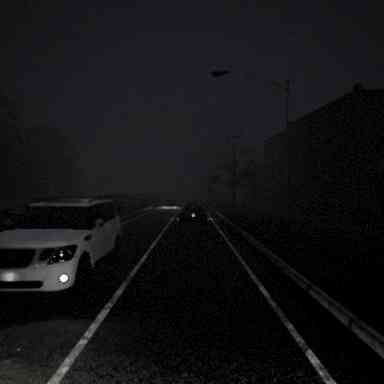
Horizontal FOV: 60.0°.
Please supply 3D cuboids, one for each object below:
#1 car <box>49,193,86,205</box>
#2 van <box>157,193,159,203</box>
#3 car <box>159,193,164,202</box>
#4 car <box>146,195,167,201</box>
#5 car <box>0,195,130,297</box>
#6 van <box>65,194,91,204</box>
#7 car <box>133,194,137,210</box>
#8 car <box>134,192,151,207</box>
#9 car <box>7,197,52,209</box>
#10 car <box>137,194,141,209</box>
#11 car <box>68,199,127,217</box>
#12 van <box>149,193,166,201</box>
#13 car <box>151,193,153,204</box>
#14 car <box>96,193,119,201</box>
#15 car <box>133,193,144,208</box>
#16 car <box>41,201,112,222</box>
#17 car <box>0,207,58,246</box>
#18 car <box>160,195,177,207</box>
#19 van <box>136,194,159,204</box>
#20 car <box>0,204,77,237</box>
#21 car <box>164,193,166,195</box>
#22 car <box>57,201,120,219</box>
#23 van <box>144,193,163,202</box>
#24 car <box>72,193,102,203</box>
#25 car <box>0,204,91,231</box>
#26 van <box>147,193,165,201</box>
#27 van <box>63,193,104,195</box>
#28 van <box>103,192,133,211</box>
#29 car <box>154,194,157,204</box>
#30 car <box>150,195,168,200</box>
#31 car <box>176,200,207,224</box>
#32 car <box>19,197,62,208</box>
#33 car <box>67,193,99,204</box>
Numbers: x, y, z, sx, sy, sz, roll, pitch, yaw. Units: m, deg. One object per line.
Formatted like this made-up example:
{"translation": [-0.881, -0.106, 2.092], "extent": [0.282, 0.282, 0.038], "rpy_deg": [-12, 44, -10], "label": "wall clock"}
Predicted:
{"translation": [-22.054, 1.287, 59.075], "extent": [5.566, 2.045, 2.435], "rpy_deg": [0, 0, 0], "label": "car"}
{"translation": [-9.067, 1.318, 62.407], "extent": [4.442, 1.987, 1.878], "rpy_deg": [0, 0, 0], "label": "van"}
{"translation": [-8.927, 1.297, 65.211], "extent": [5.566, 2.045, 2.435], "rpy_deg": [0, 0, 0], "label": "car"}
{"translation": [-8.980, 1.506, 84.842], "extent": [5.008, 1.535, 2.097], "rpy_deg": [0, 0, 0], "label": "car"}
{"translation": [-3.351, 1.211, 8.881], "extent": [2.150, 2.045, 5.566], "rpy_deg": [0, 0, 0], "label": "car"}
{"translation": [-22.150, 1.323, 64.626], "extent": [4.442, 1.987, 1.878], "rpy_deg": [0, 0, 0], "label": "van"}
{"translation": [-8.943, 1.372, 37.177], "extent": [4.553, 1.767, 2.185], "rpy_deg": [0, 0, 0], "label": "car"}
{"translation": [-8.896, 1.261, 45.587], "extent": [5.566, 2.045, 2.435], "rpy_deg": [0, 0, 0], "label": "car"}
{"translation": [-22.010, 1.514, 45.195], "extent": [4.892, 1.521, 2.231], "rpy_deg": [0, 0, 0], "label": "car"}
{"translation": [-8.885, 1.377, 39.980], "extent": [4.553, 1.767, 2.185], "rpy_deg": [0, 0, 0], "label": "car"}
{"translation": [-8.898, 1.487, 31.570], "extent": [5.008, 1.535, 2.097], "rpy_deg": [0, 0, 0], "label": "car"}
{"translation": [-9.106, 1.263, 87.644], "extent": [4.442, 1.987, 1.878], "rpy_deg": [0, 0, 0], "label": "van"}
{"translation": [-8.900, 1.267, 48.390], "extent": [5.566, 2.045, 2.435], "rpy_deg": [0, 0, 0], "label": "car"}
{"translation": [-22.039, 1.243, 86.837], "extent": [5.566, 2.045, 2.435], "rpy_deg": [0, 0, 0], "label": "car"}
{"translation": [-8.889, 1.382, 42.784], "extent": [4.553, 1.767, 2.185], "rpy_deg": [0, 0, 0], "label": "car"}
{"translation": [-8.866, 1.506, 25.964], "extent": [4.792, 1.488, 2.163], "rpy_deg": [0, 0, 0], "label": "car"}
{"translation": [-8.872, 1.458, 14.754], "extent": [5.008, 1.535, 2.097], "rpy_deg": [0, 0, 0], "label": "car"}
{"translation": [-3.330, 1.609, 51.708], "extent": [1.994, 1.385, 4.181], "rpy_deg": [0, 0, 0], "label": "car"}
{"translation": [-9.076, 1.328, 68.011], "extent": [4.442, 1.987, 1.878], "rpy_deg": [0, 0, 0], "label": "van"}
{"translation": [-9.067, 1.459, 17.554], "extent": [5.366, 1.575, 1.946], "rpy_deg": [0, 0, 0], "label": "car"}
{"translation": [-9.001, 1.575, 76.430], "extent": [4.792, 1.488, 2.163], "rpy_deg": [0, 0, 0], "label": "car"}
{"translation": [-8.870, 1.512, 28.767], "extent": [4.792, 1.488, 2.163], "rpy_deg": [0, 0, 0], "label": "car"}
{"translation": [-9.093, 1.308, 79.232], "extent": [4.442, 1.987, 1.878], "rpy_deg": [0, 0, 0], "label": "van"}
{"translation": [-22.014, 1.303, 70.179], "extent": [5.566, 2.045, 2.435], "rpy_deg": [0, 0, 0], "label": "car"}
{"translation": [-8.915, 1.496, 20.357], "extent": [4.792, 1.488, 2.163], "rpy_deg": [0, 0, 0], "label": "car"}
{"translation": [-8.864, 1.296, 82.034], "extent": [4.442, 1.987, 1.878], "rpy_deg": [0, 0, 0], "label": "van"}
{"translation": [-8.774, 1.246, 23.161], "extent": [4.442, 1.987, 1.878], "rpy_deg": [0, 0, 0], "label": "van"}
{"translation": [-8.791, 1.266, 34.374], "extent": [4.442, 1.987, 1.878], "rpy_deg": [0, 0, 0], "label": "van"}
{"translation": [-8.936, 1.534, 56.800], "extent": [4.892, 1.521, 2.231], "rpy_deg": [0, 0, 0], "label": "car"}
{"translation": [-8.996, 1.512, 90.449], "extent": [4.674, 1.452, 2.002], "rpy_deg": [0, 0, 0], "label": "car"}
{"translation": [0.096, 1.566, 24.540], "extent": [1.994, 1.385, 4.181], "rpy_deg": [0, 0, 0], "label": "car"}
{"translation": [-21.823, 1.515, 47.972], "extent": [5.366, 1.575, 1.946], "rpy_deg": [0, 0, 0], "label": "car"}
{"translation": [-22.066, 1.303, 67.402], "extent": [5.566, 2.045, 2.435], "rpy_deg": [0, 0, 0], "label": "car"}
